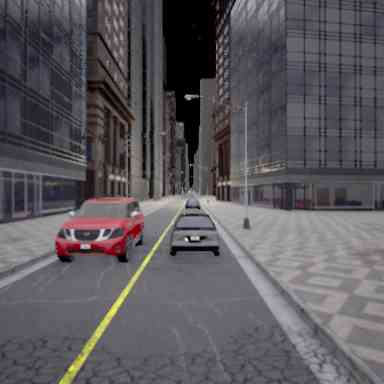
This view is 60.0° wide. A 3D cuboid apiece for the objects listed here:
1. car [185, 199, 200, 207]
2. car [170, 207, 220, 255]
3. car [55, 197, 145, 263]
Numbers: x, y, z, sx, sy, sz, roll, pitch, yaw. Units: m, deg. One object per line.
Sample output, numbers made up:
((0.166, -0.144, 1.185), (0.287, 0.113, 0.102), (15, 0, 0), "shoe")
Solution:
((0.100, 1.604, 45.445), (1.994, 1.385, 4.181), (0, 0, 0), "car")
((0.100, 1.569, 13.449), (2.033, 1.411, 5.357), (0, 0, 0), "car")
((-3.100, 1.241, 12.445), (2.150, 2.045, 5.566), (0, 0, 0), "car")
